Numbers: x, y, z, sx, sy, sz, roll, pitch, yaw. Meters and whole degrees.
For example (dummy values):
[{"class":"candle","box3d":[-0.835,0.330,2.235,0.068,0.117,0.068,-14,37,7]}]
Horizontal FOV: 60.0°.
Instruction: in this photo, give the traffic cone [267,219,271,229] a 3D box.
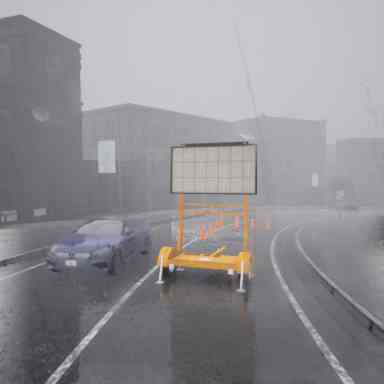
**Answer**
[{"class":"traffic cone","box3d":[4.839,2.024,21.032,0.340,0.580,0.340,2,0,14]}]

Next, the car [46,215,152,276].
[{"class":"car","box3d":[-2.595,1.483,10.470,1.812,1.442,4.674,1,0,9]}]

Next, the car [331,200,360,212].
[{"class":"car","box3d":[21.292,1.917,46.097,4.902,1.511,2.128,2,3,-32]}]

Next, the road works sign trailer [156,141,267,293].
[{"class":"road works sign trailer","box3d":[0.610,0.461,9.140,2.380,3.560,2.880,1,0,18]}]
